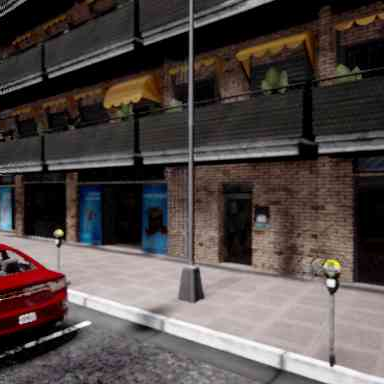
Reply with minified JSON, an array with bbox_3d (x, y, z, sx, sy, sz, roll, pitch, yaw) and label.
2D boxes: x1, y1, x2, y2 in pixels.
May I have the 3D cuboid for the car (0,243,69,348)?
[{"bbox_3d":[-4.000,1.544,5.728,4.507,1.381,1.887,0,0,36],"label":"car"}]
